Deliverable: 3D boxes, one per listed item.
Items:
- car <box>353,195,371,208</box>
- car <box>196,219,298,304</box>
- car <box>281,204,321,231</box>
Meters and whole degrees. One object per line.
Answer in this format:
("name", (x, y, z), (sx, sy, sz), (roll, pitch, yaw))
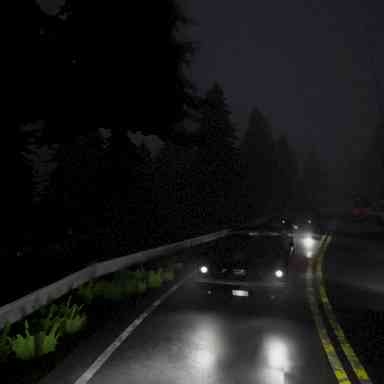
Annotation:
("car", (20.625, 1.060, 40.234), (2.128, 1.511, 4.902), (-2, 0, 28))
("car", (1.587, 1.599, 8.412), (1.895, 1.301, 4.718), (-1, 0, 18))
("car", (6.668, 1.461, 20.053), (2.033, 1.411, 5.357), (-2, 0, 26))
